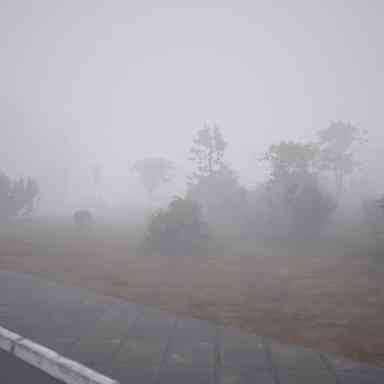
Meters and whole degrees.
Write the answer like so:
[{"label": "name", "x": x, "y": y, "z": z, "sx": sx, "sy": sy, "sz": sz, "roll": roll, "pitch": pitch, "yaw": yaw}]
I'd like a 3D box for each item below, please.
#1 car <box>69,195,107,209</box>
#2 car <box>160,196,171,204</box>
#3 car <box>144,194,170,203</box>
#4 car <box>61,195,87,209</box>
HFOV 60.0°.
[{"label": "car", "x": -14.657, "y": 1.675, "z": 48.033, "sx": 1.882, "sy": 1.535, "sz": 5.008, "roll": 0, "pitch": 0, "yaw": 39}, {"label": "car", "x": -3.873, "y": 1.458, "z": 61.460, "sx": 2.128, "sy": 1.511, "sz": 4.902, "roll": 0, "pitch": 1, "yaw": 37}, {"label": "car", "x": -6.668, "y": 1.219, "z": 63.569, "sx": 2.128, "sy": 1.511, "sz": 4.902, "roll": 0, "pitch": 1, "yaw": 37}, {"label": "car", "x": -16.998, "y": 1.435, "z": 50.701, "sx": 2.150, "sy": 2.045, "sz": 5.566, "roll": 0, "pitch": 0, "yaw": 39}]
